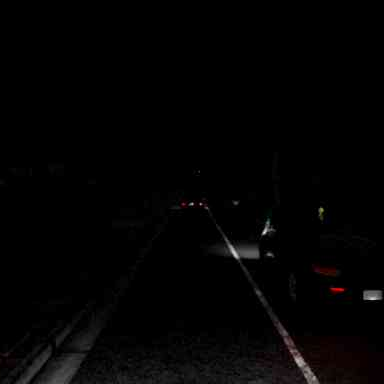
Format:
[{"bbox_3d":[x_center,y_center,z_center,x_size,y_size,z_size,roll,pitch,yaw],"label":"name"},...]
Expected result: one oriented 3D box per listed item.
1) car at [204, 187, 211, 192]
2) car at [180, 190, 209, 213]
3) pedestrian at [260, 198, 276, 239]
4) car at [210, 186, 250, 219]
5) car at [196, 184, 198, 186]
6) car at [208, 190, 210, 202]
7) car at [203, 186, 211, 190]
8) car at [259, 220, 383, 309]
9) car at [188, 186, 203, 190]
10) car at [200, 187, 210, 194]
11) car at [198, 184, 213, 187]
[{"bbox_3d":[2.656,0.485,39.158,1.947,1.339,4.313,2,2,0],"label":"car"},{"bbox_3d":[0.031,0.848,26.490,2.033,1.411,5.357,0,2,0],"label":"car"},{"bbox_3d":[2.418,1.038,10.212,0.375,1.860,0.375,2,0,0],"label":"pedestrian"},{"bbox_3d":[2.663,0.730,22.489,2.192,1.841,5.009,2,2,0],"label":"car"},{"bbox_3d":[2.649,-1.173,89.116,1.967,1.590,4.097,2,2,0],"label":"car"},{"bbox_3d":[2.657,0.801,28.050,1.887,1.381,4.507,2,2,0],"label":"car"},{"bbox_3d":[2.655,0.309,44.712,1.947,1.339,4.313,2,2,0],"label":"car"},{"bbox_3d":[2.749,1.343,7.356,1.812,1.442,4.674,0,1,0],"label":"car"},{"bbox_3d":[0.034,0.296,44.530,2.033,1.411,5.357,0,2,1],"label":"car"},{"bbox_3d":[2.650,-0.374,66.916,1.802,1.307,4.206,2,2,0],"label":"car"},{"bbox_3d":[2.661,-0.295,55.806,2.192,1.841,5.009,2,2,0],"label":"car"}]
